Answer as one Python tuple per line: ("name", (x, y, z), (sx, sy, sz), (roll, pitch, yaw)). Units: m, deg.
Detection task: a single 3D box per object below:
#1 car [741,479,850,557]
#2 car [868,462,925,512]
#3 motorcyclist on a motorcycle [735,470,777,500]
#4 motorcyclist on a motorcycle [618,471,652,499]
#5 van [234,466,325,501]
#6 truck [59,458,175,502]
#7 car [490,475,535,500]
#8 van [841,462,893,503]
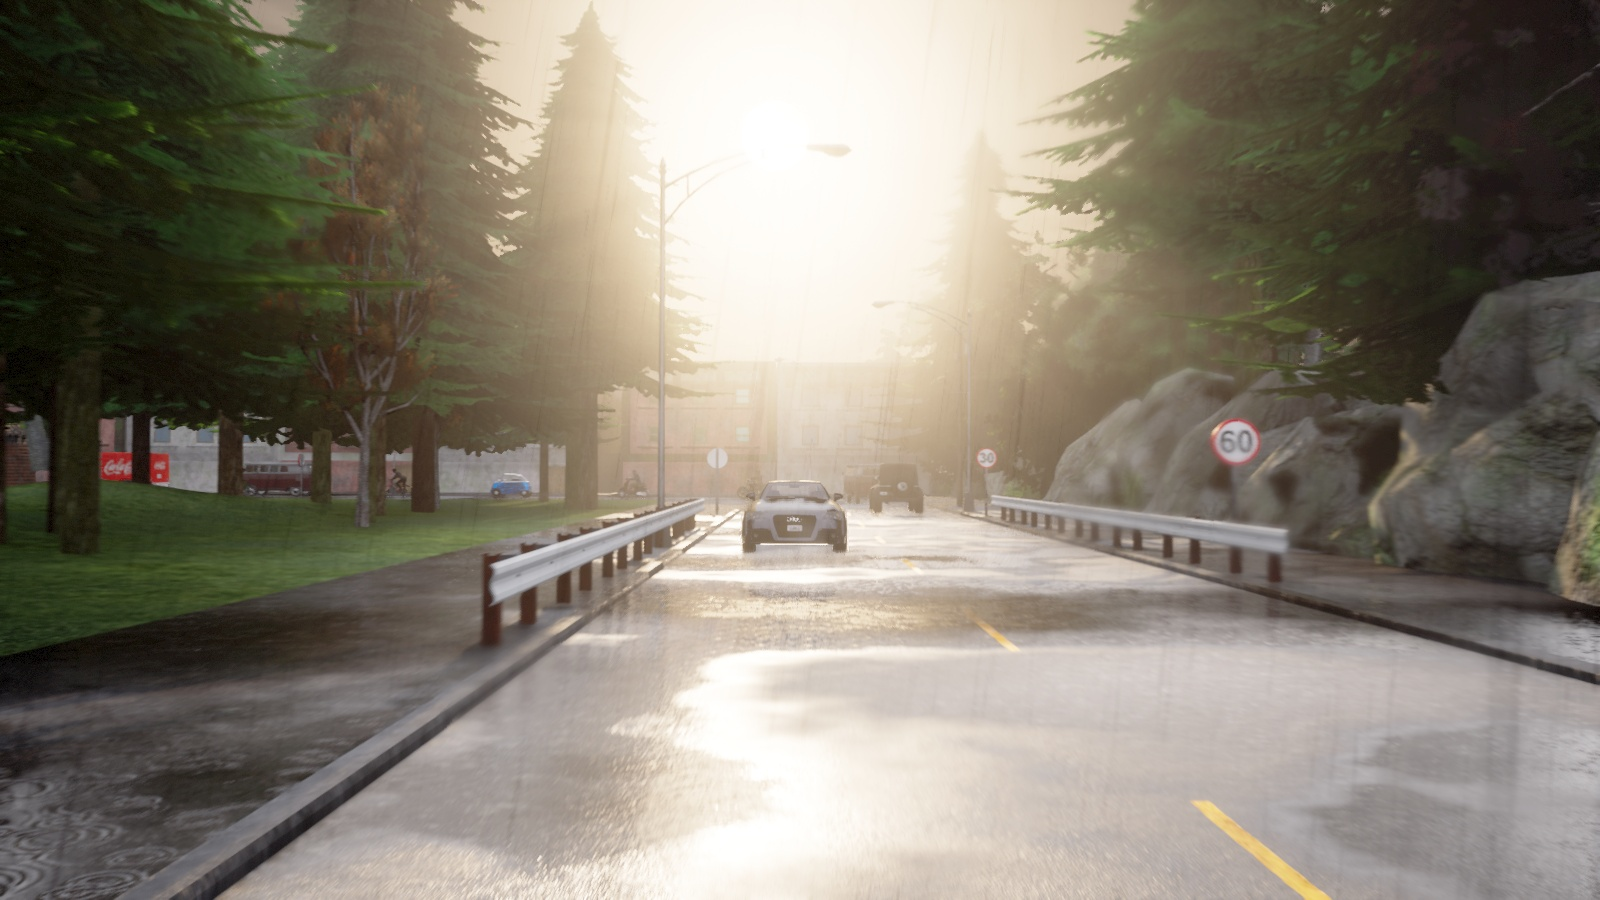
("car", (-0.099, 1.303, 25.258), (1.994, 1.385, 4.181), (0, -1, 0))
("car", (3.742, 1.423, 49.271), (1.905, 1.878, 3.866), (0, -1, 0))
("motorcyclist on a motorcycle", (-2.489, 1.965, 70.777), (2.350, 1.649, 0.766), (-1, -1, 34))
("motorcyclist on a motorcycle", (-9.481, 2.017, 72.143), (1.817, 1.590, 0.866), (0, -1, 3))
("van", (-29.906, 1.899, 72.227), (4.442, 1.987, 1.775), (0, -1, 0))
("truck", (-39.226, 1.696, 72.223), (5.204, 2.467, 2.627), (0, -1, 0))
("car", (-16.528, 2.147, 72.218), (2.207, 1.376, 1.481), (0, -1, 0))
("van", (3.284, 1.601, 62.324), (1.775, 1.987, 4.442), (0, -1, -8))
